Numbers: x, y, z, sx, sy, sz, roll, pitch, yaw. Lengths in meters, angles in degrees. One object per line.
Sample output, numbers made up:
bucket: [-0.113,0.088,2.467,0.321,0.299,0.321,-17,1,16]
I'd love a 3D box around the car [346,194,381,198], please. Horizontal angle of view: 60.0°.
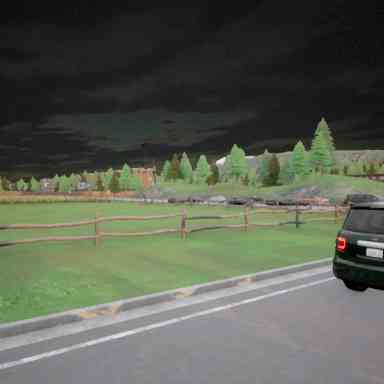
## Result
car: [19.146,1.222,35.579,2.150,2.045,5.566,0,0,-37]

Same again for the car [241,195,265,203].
car: [12.476,1.478,68.464,1.882,1.535,5.008,0,0,-36]

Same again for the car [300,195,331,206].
car: [21.026,1.352,56.665,2.097,1.767,4.553,0,0,-36]

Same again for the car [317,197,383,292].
car: [5.552,1.221,7.728,5.566,2.045,2.150,0,0,-36]

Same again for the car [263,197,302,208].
car: [13.364,1.601,49.345,1.895,1.301,4.718,0,0,-36]

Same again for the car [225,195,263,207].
car: [7.952,1.491,50.802,2.128,1.511,4.902,0,0,-36]

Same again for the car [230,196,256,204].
car: [10.032,1.547,65.833,2.033,1.411,5.357,0,0,-36]

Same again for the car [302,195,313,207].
car: [15.870,1.600,51.842,1.895,1.301,4.718,0,0,-37]

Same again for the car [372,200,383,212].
car: [22.724,1.601,36.633,1.895,1.301,4.718,0,0,-37]

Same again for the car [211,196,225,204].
car: [5.591,1.525,65.953,1.812,1.442,4.674,0,0,-36]

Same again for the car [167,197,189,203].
car: [-3.119,1.601,66.052,1.994,1.385,4.181,0,0,-36]

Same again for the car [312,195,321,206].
car: [19.320,1.352,53.060,2.097,1.767,4.553,0,0,-36]

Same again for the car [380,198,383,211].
car: [25.175,1.504,39.309,1.837,1.490,4.892,0,0,-38]

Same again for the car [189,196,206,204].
car: [0.859,1.507,66.518,1.837,1.490,4.892,0,-1,-36]
